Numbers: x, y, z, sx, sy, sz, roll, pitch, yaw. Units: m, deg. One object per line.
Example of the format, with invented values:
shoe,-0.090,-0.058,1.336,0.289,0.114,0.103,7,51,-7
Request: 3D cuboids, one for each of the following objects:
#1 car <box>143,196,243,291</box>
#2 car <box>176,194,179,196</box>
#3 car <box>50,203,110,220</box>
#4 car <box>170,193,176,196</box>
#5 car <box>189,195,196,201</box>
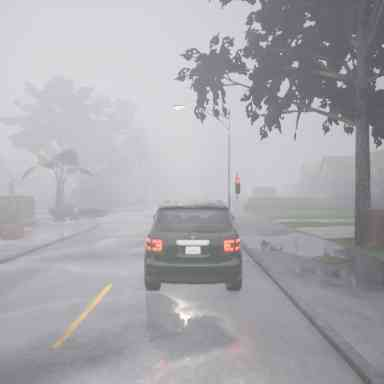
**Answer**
car,0.045,1.235,9.173,2.150,2.045,5.566,0,0,1
car,-4.001,1.582,62.814,2.128,1.511,4.902,0,0,0
car,-9.535,1.642,28.523,4.718,1.301,1.895,0,0,8
car,-4.044,1.427,52.412,2.097,1.767,4.553,0,0,0
car,0.080,1.604,88.125,1.882,1.535,5.008,0,0,0
